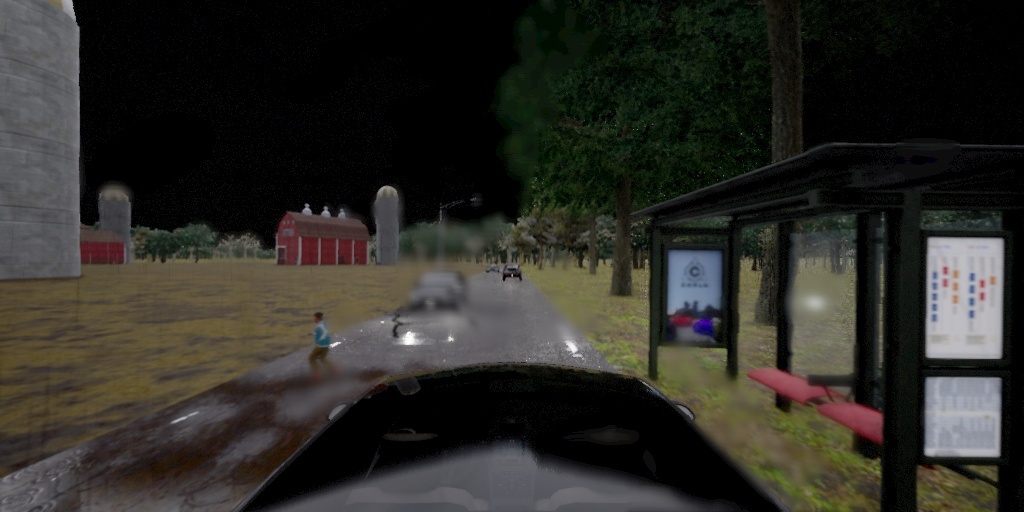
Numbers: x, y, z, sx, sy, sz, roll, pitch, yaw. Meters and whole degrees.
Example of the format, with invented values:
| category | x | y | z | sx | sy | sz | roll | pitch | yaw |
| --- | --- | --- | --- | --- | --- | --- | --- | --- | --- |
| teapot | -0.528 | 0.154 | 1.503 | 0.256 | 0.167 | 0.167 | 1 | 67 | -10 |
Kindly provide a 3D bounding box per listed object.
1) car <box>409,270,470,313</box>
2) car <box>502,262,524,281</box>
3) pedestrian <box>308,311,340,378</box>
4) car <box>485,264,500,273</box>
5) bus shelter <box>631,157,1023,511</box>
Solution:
| category | x | y | z | sx | sy | sz | roll | pitch | yaw |
| --- | --- | --- | --- | --- | --- | --- | --- | --- | --- |
| car | -2.864 | 1.393 | 14.964 | 1.837 | 1.490 | 4.892 | 0 | 1 | 0 |
| car | 0.056 | 1.632 | 35.590 | 1.837 | 1.490 | 4.892 | 0 | -2 | 1 |
| pedestrian | -3.124 | 1.469 | 5.969 | 0.500 | 1.100 | 0.500 | -1 | 0 | -5 |
| car | -2.891 | 1.937 | 54.415 | 1.994 | 1.385 | 4.181 | 0 | -1 | 0 |
| bus shelter | 3.123 | 0.656 | 4.585 | 1.920 | 2.740 | 3.880 | 0 | 0 | 0 |
